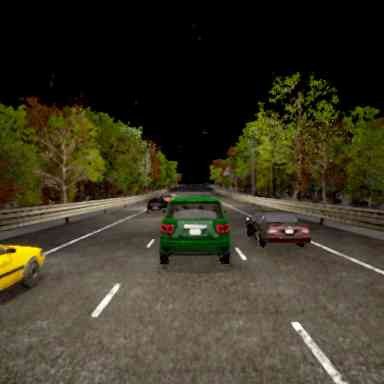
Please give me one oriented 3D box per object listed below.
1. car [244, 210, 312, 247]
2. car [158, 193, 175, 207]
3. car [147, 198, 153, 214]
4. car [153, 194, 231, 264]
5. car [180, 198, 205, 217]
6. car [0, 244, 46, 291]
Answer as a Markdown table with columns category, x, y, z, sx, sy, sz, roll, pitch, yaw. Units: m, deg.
| category | x | y | z | sx | sy | sz | roll | pitch | yaw |
| --- | --- | --- | --- | --- | --- | --- | --- | --- | --- |
| car | 3.586 | 1.493 | 14.765 | 2.033 | 1.411 | 5.357 | 0 | 0 | 0 |
| car | -3.513 | 1.077 | 46.909 | 2.097 | 1.767 | 4.553 | 0 | 1 | 0 |
| car | -3.460 | 1.342 | 34.129 | 1.882 | 1.535 | 5.008 | 0 | 0 | 0 |
| car | 0.087 | 1.178 | 11.844 | 2.150 | 2.045 | 5.566 | 0 | 0 | 0 |
| car | 0.069 | 1.375 | 30.811 | 2.128 | 1.511 | 4.902 | 0 | 0 | 0 |
| car | -4.555 | 1.435 | 6.150 | 1.801 | 1.575 | 5.366 | 0 | 0 | 0 |
